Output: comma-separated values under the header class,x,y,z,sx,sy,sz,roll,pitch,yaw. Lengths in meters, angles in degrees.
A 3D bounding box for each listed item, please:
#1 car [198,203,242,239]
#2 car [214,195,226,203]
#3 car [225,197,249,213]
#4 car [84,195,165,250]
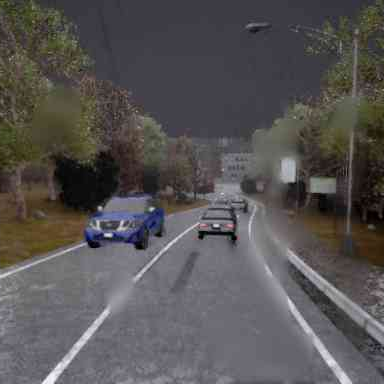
class,x,y,z,sx,sy,sz,roll,pitch,yaw
car,1.428,1.527,17.165,2.033,1.411,5.357,1,0,8
car,4.852,1.246,54.758,2.097,1.767,4.553,1,0,9
car,5.286,1.464,37.302,2.128,1.511,4.902,1,0,12
car,-2.619,1.158,14.434,2.150,2.045,5.566,1,0,7
